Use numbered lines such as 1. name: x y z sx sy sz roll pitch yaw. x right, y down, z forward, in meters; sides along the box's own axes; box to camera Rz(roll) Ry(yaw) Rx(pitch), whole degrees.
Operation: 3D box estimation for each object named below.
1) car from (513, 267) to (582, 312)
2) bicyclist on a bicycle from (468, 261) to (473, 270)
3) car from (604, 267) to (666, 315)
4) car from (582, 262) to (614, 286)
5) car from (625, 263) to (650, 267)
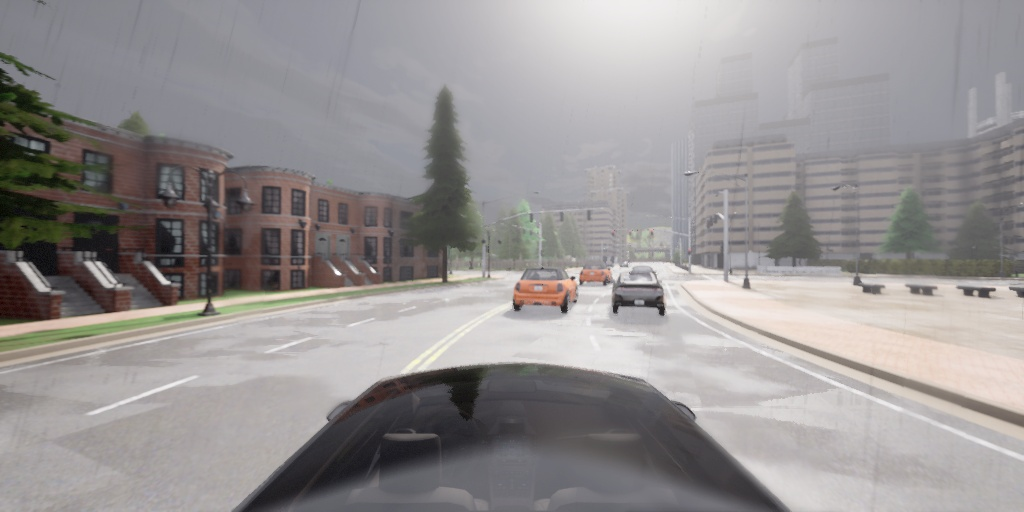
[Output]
1. car: 1.553 1.231 15.169 2.097 1.767 4.553 0 -1 16
2. bicyclist on a bicycle: -7.142 1.592 61.637 0.582 1.620 1.656 0 0 22
3. car: 4.994 1.377 14.431 2.128 1.511 4.902 0 0 17
4. car: 6.824 1.377 29.004 2.097 1.767 4.553 0 -1 22
5. car: 10.234 1.506 28.062 1.882 1.535 5.008 0 0 23
